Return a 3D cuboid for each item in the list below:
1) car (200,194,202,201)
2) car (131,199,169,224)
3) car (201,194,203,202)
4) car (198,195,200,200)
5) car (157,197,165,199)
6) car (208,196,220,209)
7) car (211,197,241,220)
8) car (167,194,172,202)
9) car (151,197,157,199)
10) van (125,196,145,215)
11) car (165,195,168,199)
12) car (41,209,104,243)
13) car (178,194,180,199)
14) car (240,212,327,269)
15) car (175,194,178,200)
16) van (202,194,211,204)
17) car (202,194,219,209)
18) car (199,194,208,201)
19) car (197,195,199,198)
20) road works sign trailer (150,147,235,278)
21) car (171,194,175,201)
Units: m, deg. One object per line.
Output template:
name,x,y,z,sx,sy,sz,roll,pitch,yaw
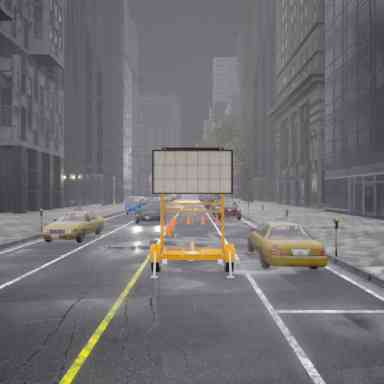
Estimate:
car,2.962,1.480,61.537,1.967,1.590,4.097,0,0,0
car,-2.959,1.495,24.513,1.837,1.490,4.892,0,0,0
car,2.943,1.333,50.257,2.192,1.841,5.009,0,0,0
car,2.990,1.659,78.455,1.802,1.307,4.206,0,0,0
car,-5.583,1.458,50.286,1.967,1.590,4.097,0,0,0
car,2.914,1.434,33.339,1.967,1.590,4.097,0,0,0
car,2.905,1.431,27.700,1.967,1.590,4.097,0,0,0
car,-5.554,1.632,67.203,1.802,1.307,4.206,0,0,0
car,-5.602,1.565,39.007,1.947,1.339,4.313,0,0,0
van,-5.610,1.335,33.369,1.690,1.788,3.998,0,0,0
car,-5.573,1.574,55.924,1.887,1.381,4.507,0,0,0
car,-5.641,1.519,16.244,1.752,1.417,4.829,0,0,1
car,-5.507,1.457,95.397,2.192,1.841,5.009,0,0,0
car,2.883,1.521,10.984,1.752,1.417,4.829,0,0,1
car,-5.526,1.412,84.118,2.192,1.841,5.009,0,0,0
van,2.972,1.391,67.176,1.690,1.788,3.998,0,0,0
car,2.933,1.323,44.619,2.192,1.841,5.009,0,0,0
car,3.009,1.435,89.734,2.192,1.841,5.009,0,0,0
car,2.999,1.663,84.093,1.947,1.339,4.313,0,0,0
road works sign trailer,0.016,0.461,10.099,2.380,3.560,2.880,0,0,0
car,-5.536,1.602,78.310,1.752,1.417,4.829,0,0,0
